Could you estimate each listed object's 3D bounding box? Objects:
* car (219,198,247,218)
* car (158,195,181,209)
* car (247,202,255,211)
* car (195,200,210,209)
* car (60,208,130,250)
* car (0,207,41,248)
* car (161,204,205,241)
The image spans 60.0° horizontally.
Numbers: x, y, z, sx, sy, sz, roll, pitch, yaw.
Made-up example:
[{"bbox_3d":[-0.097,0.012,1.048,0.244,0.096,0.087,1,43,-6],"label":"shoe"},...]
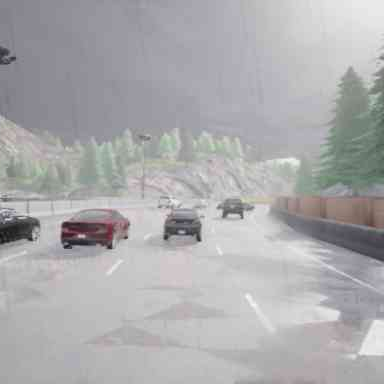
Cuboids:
[{"bbox_3d":[4.619,1.728,36.478,2.150,2.045,5.566,2,-1,11],"label":"car"},{"bbox_3d":[-3.351,1.526,50.205,2.150,2.045,5.566,2,-1,15],"label":"car"},{"bbox_3d":[9.465,2.444,56.360,1.994,1.385,4.181,2,-1,18],"label":"car"},{"bbox_3d":[1.738,2.081,55.138,1.812,1.442,4.674,2,-1,17],"label":"car"},{"bbox_3d":[-3.927,1.443,14.298,1.882,1.535,5.008,2,0,0],"label":"car"},{"bbox_3d":[-7.430,1.298,12.487,2.128,1.511,4.902,2,0,0],"label":"car"},{"bbox_3d":[-0.398,1.644,17.842,1.837,1.490,4.892,1,-1,2],"label":"car"}]
